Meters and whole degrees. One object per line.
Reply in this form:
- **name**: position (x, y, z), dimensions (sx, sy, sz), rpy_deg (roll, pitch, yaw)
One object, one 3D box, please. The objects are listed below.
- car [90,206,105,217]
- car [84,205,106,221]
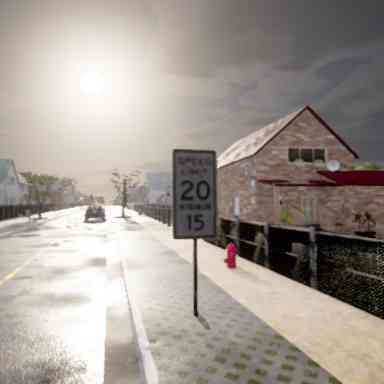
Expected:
- **car**: position (-13.191, 2.663, 46.599), dimensions (1.994, 1.385, 4.181), rpy_deg (0, -1, -14)
- **car**: position (-10.649, 2.198, 36.672), dimensions (2.097, 1.767, 4.553), rpy_deg (0, -1, -14)
